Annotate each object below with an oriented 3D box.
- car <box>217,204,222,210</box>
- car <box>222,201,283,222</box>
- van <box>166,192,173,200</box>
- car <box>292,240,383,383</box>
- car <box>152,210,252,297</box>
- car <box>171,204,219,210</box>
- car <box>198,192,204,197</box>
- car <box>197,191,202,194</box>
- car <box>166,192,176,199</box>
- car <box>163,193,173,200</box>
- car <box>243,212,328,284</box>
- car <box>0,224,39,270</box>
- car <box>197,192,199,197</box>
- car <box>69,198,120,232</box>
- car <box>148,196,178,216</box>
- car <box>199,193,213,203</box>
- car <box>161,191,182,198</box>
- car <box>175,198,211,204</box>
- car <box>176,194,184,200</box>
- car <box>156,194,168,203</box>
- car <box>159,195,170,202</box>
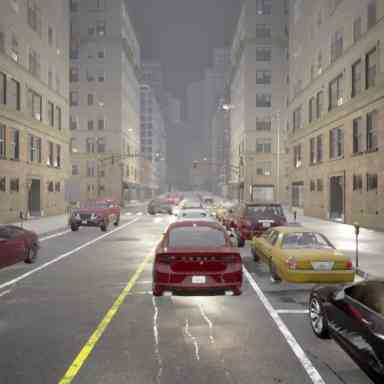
[{"bbox_3d":[2.774,1.558,20.310,1.802,1.307,4.206,0,0,0],"label":"car"},{"bbox_3d":[2.773,1.302,14.759,2.192,1.841,5.009,0,0,0],"label":"car"},{"bbox_3d":[-5.721,0.967,85.095,1.690,1.788,3.998,1,0,0],"label":"van"},{"bbox_3d":[2.767,1.566,3.654,1.947,1.339,4.313,0,0,0],"label":"car"},{"bbox_3d":[0.076,1.473,8.651,1.882,1.535,5.008,0,0,-1],"label":"car"},{"bbox_3d":[0.105,1.510,16.218,1.812,1.442,4.674,0,0,0],"label":"car"},{"bbox_3d":[2.796,1.270,68.985,1.752,1.417,4.829,1,0,0],"label":"car"},{"bbox_3d":[2.805,1.023,90.509,1.967,1.590,4.097,1,0,0],"label":"car"},{"bbox_3d":[-5.719,0.898,90.517,2.192,1.841,5.009,1,0,0],"label":"car"},{"bbox_3d":[-5.725,1.107,79.673,1.967,1.590,4.097,1,0,0],"label":"car"},{"bbox_3d":[2.770,1.519,9.375,1.752,1.417,4.829,0,0,0],"label":"car"},{"bbox_3d":[-5.756,1.577,9.216,1.802,1.307,4.206,0,0,0],"label":"car"},{"bbox_3d":[2.799,1.249,79.664,1.802,1.307,4.206,1,0,0],"label":"car"},{"bbox_3d":[-5.750,1.291,20.321,2.192,1.841,5.009,0,0,0],"label":"car"},{"bbox_3d":[-2.979,1.448,31.524,1.837,1.490,4.892,4,-1,-14],"label":"car"},{"bbox_3d":[2.790,1.367,57.969,2.008,1.369,4.403,0,0,0],"label":"car"},{"bbox_3d":[-3.129,1.203,51.811,2.097,1.767,4.553,0,0,2],"label":"car"},{"bbox_3d":[0.083,1.454,25.360,2.128,1.511,4.902,0,0,0],"label":"car"},{"bbox_3d":[-2.970,1.183,80.813,1.812,1.442,4.674,0,0,0],"label":"car"},{"bbox_3d":[-5.732,1.223,63.403,1.967,1.590,4.097,1,0,0],"label":"car"},{"bbox_3d":[-5.730,1.291,68.827,1.887,1.381,4.507,1,0,0],"label":"car"}]
